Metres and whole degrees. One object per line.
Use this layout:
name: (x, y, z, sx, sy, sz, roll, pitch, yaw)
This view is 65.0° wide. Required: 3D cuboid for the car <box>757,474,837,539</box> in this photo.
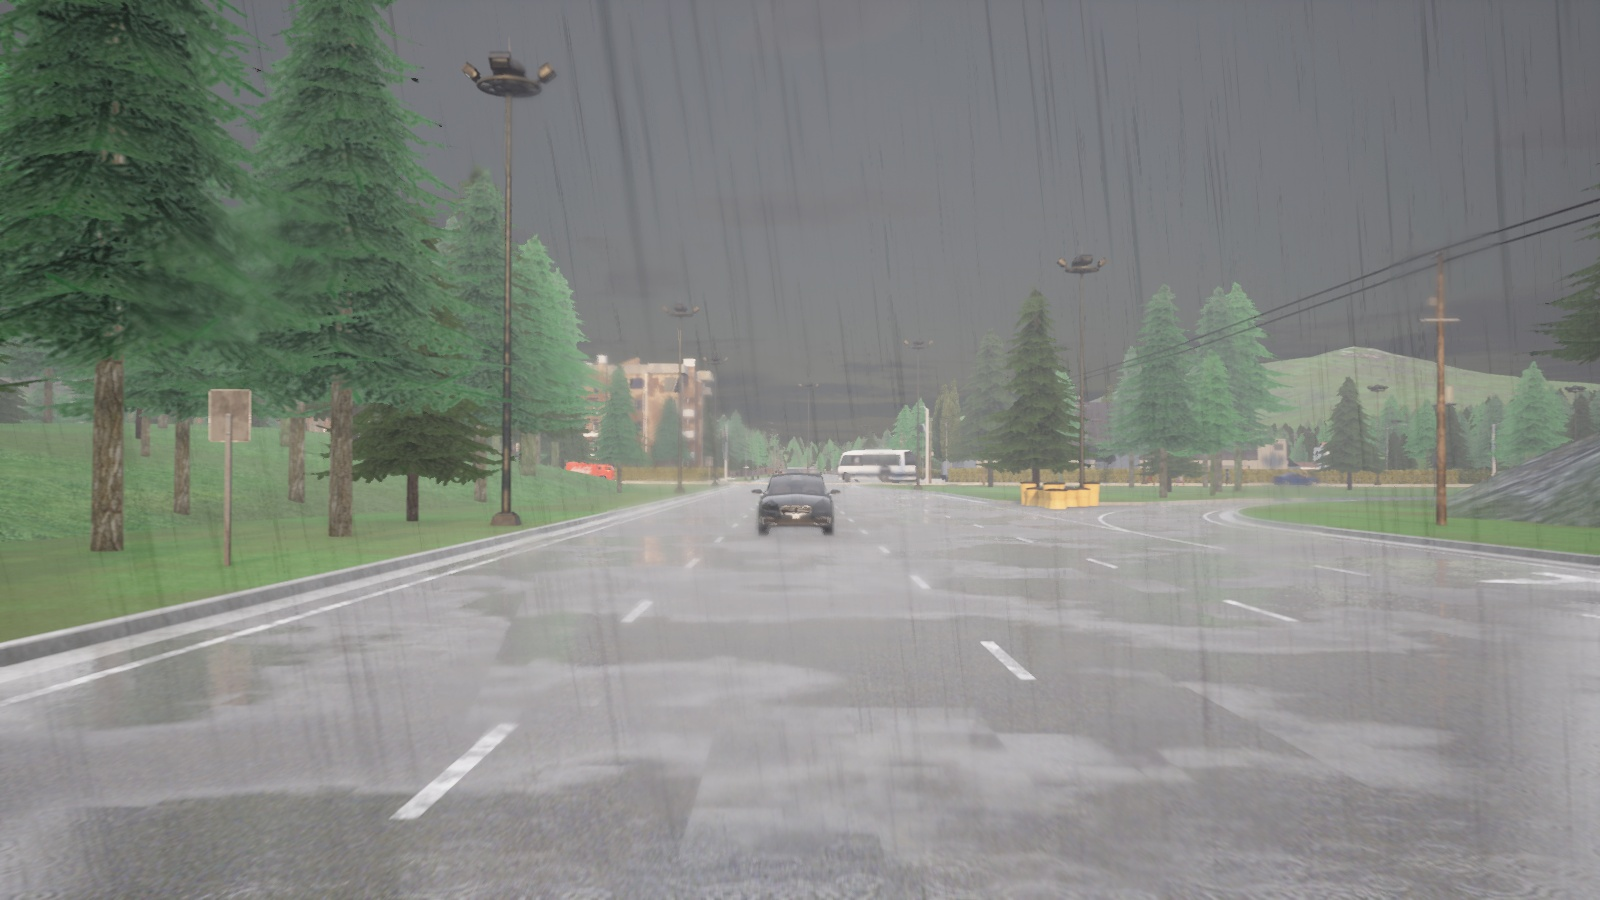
car: (-0.077, 1.348, 31.563, 1.837, 1.490, 4.892, 0, -1, 0)
